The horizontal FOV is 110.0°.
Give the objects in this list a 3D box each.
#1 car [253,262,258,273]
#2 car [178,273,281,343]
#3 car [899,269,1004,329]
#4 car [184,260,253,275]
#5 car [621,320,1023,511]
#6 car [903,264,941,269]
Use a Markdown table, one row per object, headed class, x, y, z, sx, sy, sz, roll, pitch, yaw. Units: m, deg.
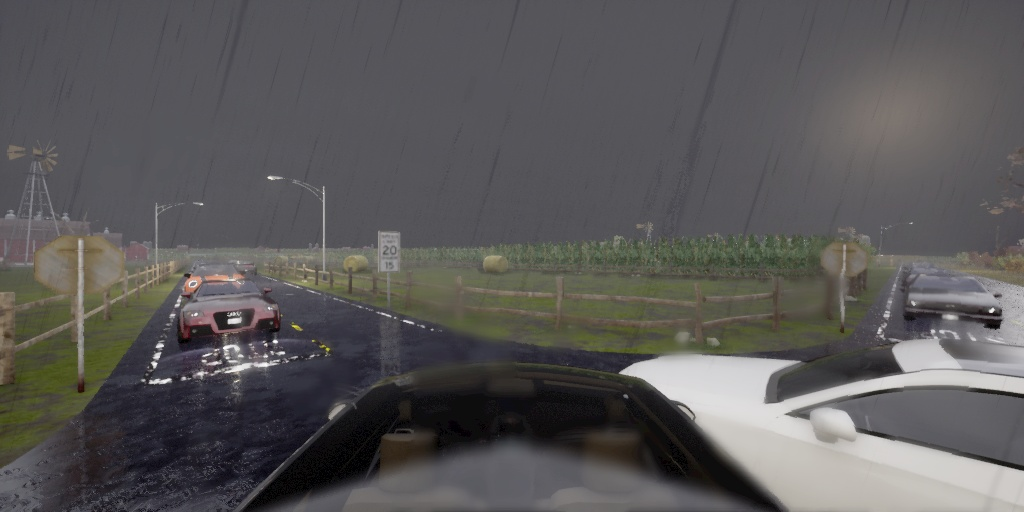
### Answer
| class | x | y | z | sx | sy | sz | roll | pitch | yaw |
| --- | --- | --- | --- | --- | --- | --- | --- | --- | --- |
| car | -26.676 | 1.262 | 35.811 | 2.128 | 1.511 | 4.902 | 0 | 0 | -41 |
| car | -7.858 | 1.350 | 9.934 | 1.994 | 1.385 | 4.181 | 0 | 0 | -42 |
| car | 14.150 | 1.335 | 11.725 | 5.357 | 1.411 | 2.033 | 0 | 1 | -42 |
| car | -13.578 | 1.131 | 16.467 | 2.097 | 1.767 | 4.553 | 0 | 0 | -41 |
| car | 2.855 | 1.293 | 2.254 | 1.812 | 1.442 | 4.674 | 0 | 1 | -43 |
| car | 23.285 | 1.366 | 20.083 | 1.994 | 1.385 | 4.181 | 2 | 1 | 44 |
